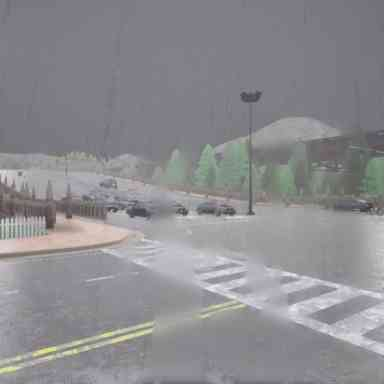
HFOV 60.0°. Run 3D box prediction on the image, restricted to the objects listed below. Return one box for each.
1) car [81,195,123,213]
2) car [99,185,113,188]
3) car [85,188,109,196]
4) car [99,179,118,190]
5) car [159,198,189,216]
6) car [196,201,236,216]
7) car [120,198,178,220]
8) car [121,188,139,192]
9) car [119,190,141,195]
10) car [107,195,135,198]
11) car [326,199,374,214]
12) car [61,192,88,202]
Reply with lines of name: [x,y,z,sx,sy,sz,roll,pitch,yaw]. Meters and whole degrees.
car: [-9.858,1.451,36.298,2.033,1.411,5.357,0,2,-37]
car: [-15.404,0.170,55.382,1.837,1.490,4.892,0,6,-37]
car: [-14.190,0.635,47.859,2.097,1.767,4.553,0,4,-37]
car: [-17.587,-1.706,70.043,2.150,2.045,5.566,0,7,-37]
car: [-2.152,1.555,31.937,1.994,1.385,4.181,0,0,-37]
car: [2.266,1.558,31.909,1.994,1.385,4.181,0,0,-37]
car: [-3.781,1.543,28.292,2.033,1.411,5.357,0,0,-37]
car: [-11.465,-0.063,62.020,1.895,1.301,4.718,0,7,-37]
car: [-9.273,1.007,47.148,1.882,1.535,5.008,0,4,-37]
car: [-8.159,1.412,39.854,1.994,1.385,4.181,0,2,-37]
car: [16.974,1.506,36.025,1.837,1.490,4.892,0,0,-37]
car: [-16.050,0.904,44.505,1.837,1.490,4.892,0,4,-37]
